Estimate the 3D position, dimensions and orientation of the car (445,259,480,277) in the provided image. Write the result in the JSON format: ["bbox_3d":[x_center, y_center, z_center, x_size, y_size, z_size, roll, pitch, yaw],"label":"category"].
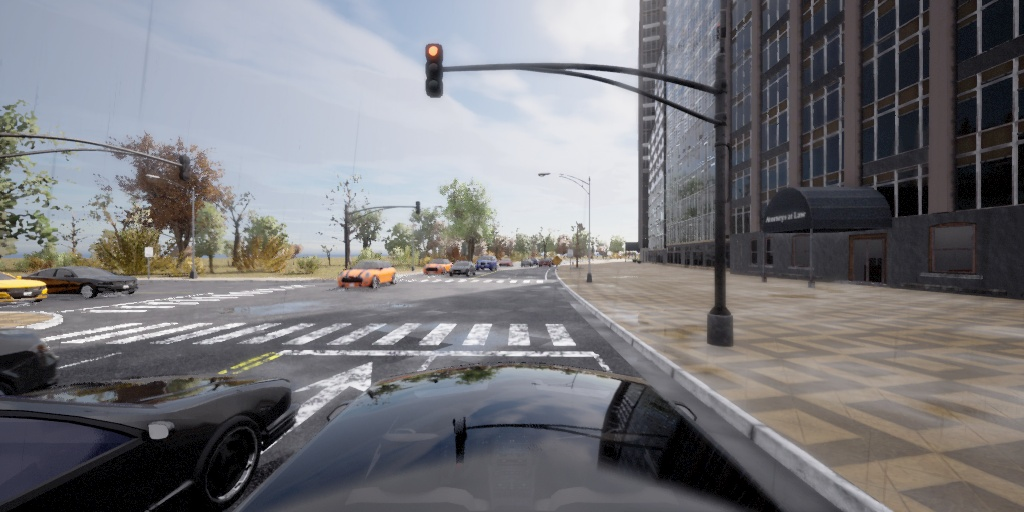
[{"bbox_3d":[-4.838,1.252,35.619,1.837,1.490,4.892,0,0,6],"label":"car"}]

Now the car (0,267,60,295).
[{"bbox_3d":[-22.473,1.288,14.906,5.008,1.535,1.882,0,0,3],"label":"car"}]

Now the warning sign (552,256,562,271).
[{"bbox_3d":[5.525,0.868,43.921,1.300,1.860,1.060,0,0,7],"label":"warning sign"}]

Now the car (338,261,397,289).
[{"bbox_3d":[-9.106,1.098,22.914,2.097,1.767,4.553,0,0,4],"label":"car"}]

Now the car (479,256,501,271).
[{"bbox_3d":[-3.399,0.973,48.419,2.150,2.045,5.566,0,0,7],"label":"car"}]

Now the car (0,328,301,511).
[{"bbox_3d":[-3.128,1.298,1.222,2.033,1.411,5.357,0,0,1],"label":"car"}]

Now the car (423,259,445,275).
[{"bbox_3d":[-7.832,1.098,38.296,2.097,1.767,4.553,0,0,6],"label":"car"}]

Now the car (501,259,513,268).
[{"bbox_3d":[-1.110,1.231,63.164,1.882,1.535,5.008,0,0,10],"label":"car"}]

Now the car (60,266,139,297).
[{"bbox_3d":[-21.831,1.275,18.126,5.008,1.535,1.882,0,0,4],"label":"car"}]

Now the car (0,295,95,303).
[{"bbox_3d":[-6.565,1.275,2.490,1.812,1.442,4.674,0,0,1],"label":"car"}]
